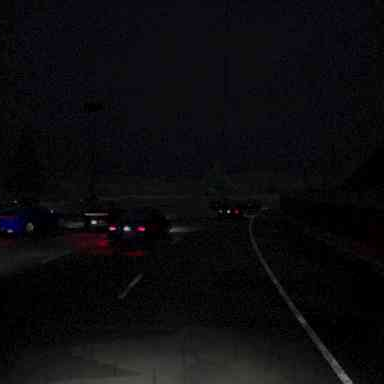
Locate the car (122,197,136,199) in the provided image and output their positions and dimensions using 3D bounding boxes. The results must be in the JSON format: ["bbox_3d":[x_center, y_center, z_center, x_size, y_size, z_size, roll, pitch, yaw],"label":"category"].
[{"bbox_3d":[-10.446,1.465,54.463,1.994,1.385,4.181,0,0,22],"label":"car"}]

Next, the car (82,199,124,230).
[{"bbox_3d":[-5.041,1.451,20.792,2.128,1.511,4.902,0,0,9],"label":"car"}]

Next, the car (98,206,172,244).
[{"bbox_3d":[-2.279,1.520,15.759,2.033,1.411,5.357,0,0,7],"label":"car"}]

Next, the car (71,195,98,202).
[{"bbox_3d":[-16.000,1.248,49.443,2.097,1.767,4.553,0,0,19],"label":"car"}]

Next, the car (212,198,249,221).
[{"bbox_3d":[3.271,1.514,27.196,2.033,1.411,5.357,0,0,12],"label":"car"}]

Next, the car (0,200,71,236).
[{"bbox_3d":[-8.951,1.433,18.346,1.882,1.535,5.008,0,0,7],"label":"car"}]

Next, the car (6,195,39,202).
[{"bbox_3d":[-21.766,1.246,42.764,2.097,1.767,4.553,0,0,16],"label":"car"}]

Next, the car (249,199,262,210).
[{"bbox_3d":[7.631,1.518,42.291,1.994,1.385,4.181,0,0,19],"label":"car"}]

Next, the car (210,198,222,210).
[{"bbox_3d":[3.653,1.424,41.510,1.882,1.535,5.008,0,0,18],"label":"car"}]
